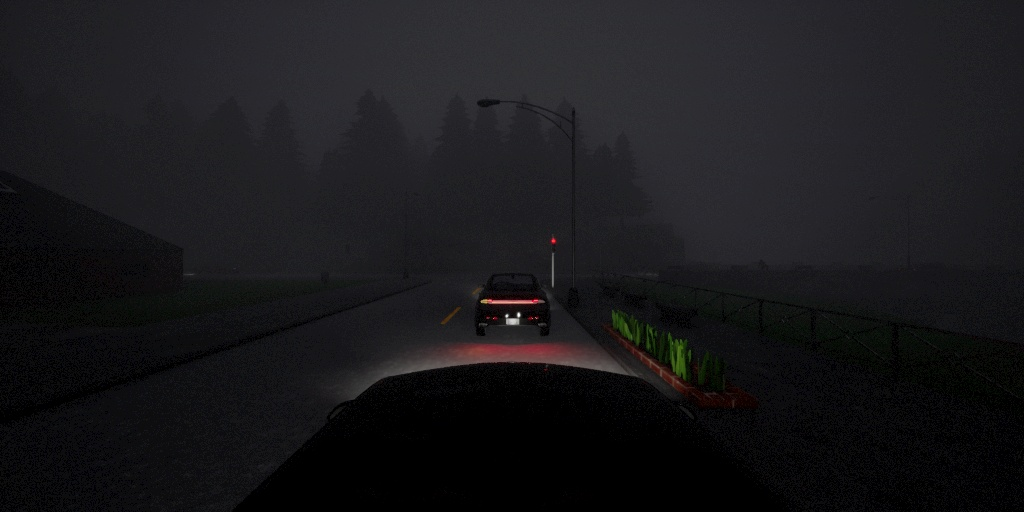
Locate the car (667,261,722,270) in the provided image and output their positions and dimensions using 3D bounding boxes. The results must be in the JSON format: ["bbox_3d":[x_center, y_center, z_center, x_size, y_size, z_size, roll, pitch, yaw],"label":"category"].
[{"bbox_3d":[19.630,1.297,38.793,5.357,1.411,2.033,0,0,0],"label":"car"}]

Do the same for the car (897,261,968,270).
[{"bbox_3d":[40.461,1.351,34.637,4.718,1.301,1.895,0,0,0],"label":"car"}]

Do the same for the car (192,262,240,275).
[{"bbox_3d":[-32.087,1.314,38.922,4.181,1.385,1.994,0,0,0],"label":"car"}]

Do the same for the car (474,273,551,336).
[{"bbox_3d":[0.022,1.242,10.375,2.128,1.511,4.902,0,0,0],"label":"car"}]

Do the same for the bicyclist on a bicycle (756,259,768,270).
[{"bbox_3d":[21.220,1.099,30.390,0.582,1.620,1.656,0,0,0],"label":"bicyclist on a bicycle"}]
